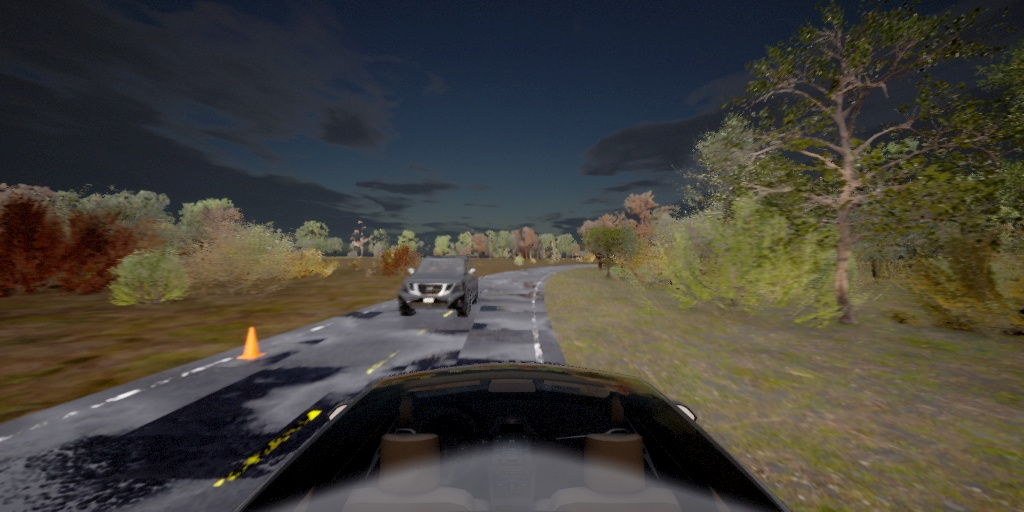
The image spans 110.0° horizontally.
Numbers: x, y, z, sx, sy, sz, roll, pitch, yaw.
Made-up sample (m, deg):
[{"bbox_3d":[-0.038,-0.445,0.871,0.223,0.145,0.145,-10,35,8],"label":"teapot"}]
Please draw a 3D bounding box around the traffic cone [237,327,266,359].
[{"bbox_3d":[-5.159,1.701,7.111,0.340,0.580,0.340,0,0,1],"label":"traffic cone"}]

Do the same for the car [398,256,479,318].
[{"bbox_3d":[-2.508,1.010,13.626,2.150,2.045,5.566,0,-1,0],"label":"car"}]
